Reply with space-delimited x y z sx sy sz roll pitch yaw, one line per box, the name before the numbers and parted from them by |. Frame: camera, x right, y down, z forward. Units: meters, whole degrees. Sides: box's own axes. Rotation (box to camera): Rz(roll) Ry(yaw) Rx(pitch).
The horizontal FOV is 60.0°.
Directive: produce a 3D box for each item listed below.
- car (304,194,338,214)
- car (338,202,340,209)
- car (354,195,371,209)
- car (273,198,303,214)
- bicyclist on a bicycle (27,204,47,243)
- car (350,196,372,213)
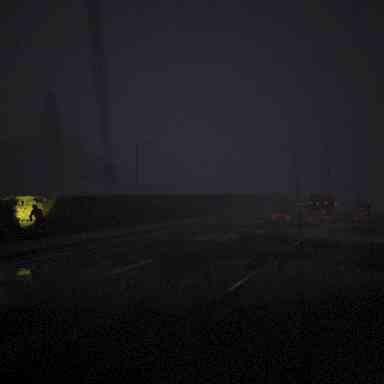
car | 13.655 1.221 35.042 2.150 2.045 5.566 0 0 29
car | 18.220 1.601 43.528 1.895 1.301 4.718 0 0 29
car | 24.193 1.352 47.093 2.097 1.767 4.553 0 0 28
car | 10.235 1.478 35.928 1.882 1.535 5.008 0 0 28
bicyclist on a bicycle | -6.470 1.338 13.904 1.656 1.620 0.582 3 6 40
car | 19.293 1.505 37.988 1.837 1.490 4.892 0 0 28
